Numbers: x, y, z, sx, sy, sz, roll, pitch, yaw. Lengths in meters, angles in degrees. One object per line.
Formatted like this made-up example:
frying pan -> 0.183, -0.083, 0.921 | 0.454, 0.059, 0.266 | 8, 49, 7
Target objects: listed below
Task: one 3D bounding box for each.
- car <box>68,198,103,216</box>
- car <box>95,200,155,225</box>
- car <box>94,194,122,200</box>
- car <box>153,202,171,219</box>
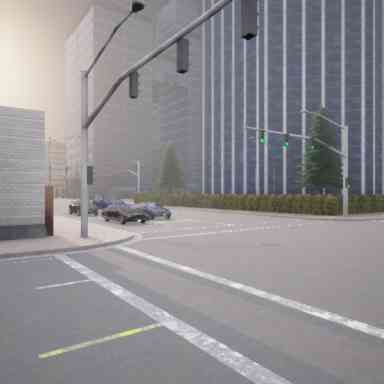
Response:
car -> -10.894, 1.560, 33.209 | 1.837, 1.490, 4.892 | 0, 0, -36
car -> -5.218, 1.603, 25.304 | 2.033, 1.411, 5.357 | 0, 0, -36
car -> -9.295, 1.277, 36.986 | 2.150, 2.045, 5.566 | 0, 0, -36
car -> -3.626, 1.581, 29.119 | 1.812, 1.442, 4.674 | 0, 0, -36
